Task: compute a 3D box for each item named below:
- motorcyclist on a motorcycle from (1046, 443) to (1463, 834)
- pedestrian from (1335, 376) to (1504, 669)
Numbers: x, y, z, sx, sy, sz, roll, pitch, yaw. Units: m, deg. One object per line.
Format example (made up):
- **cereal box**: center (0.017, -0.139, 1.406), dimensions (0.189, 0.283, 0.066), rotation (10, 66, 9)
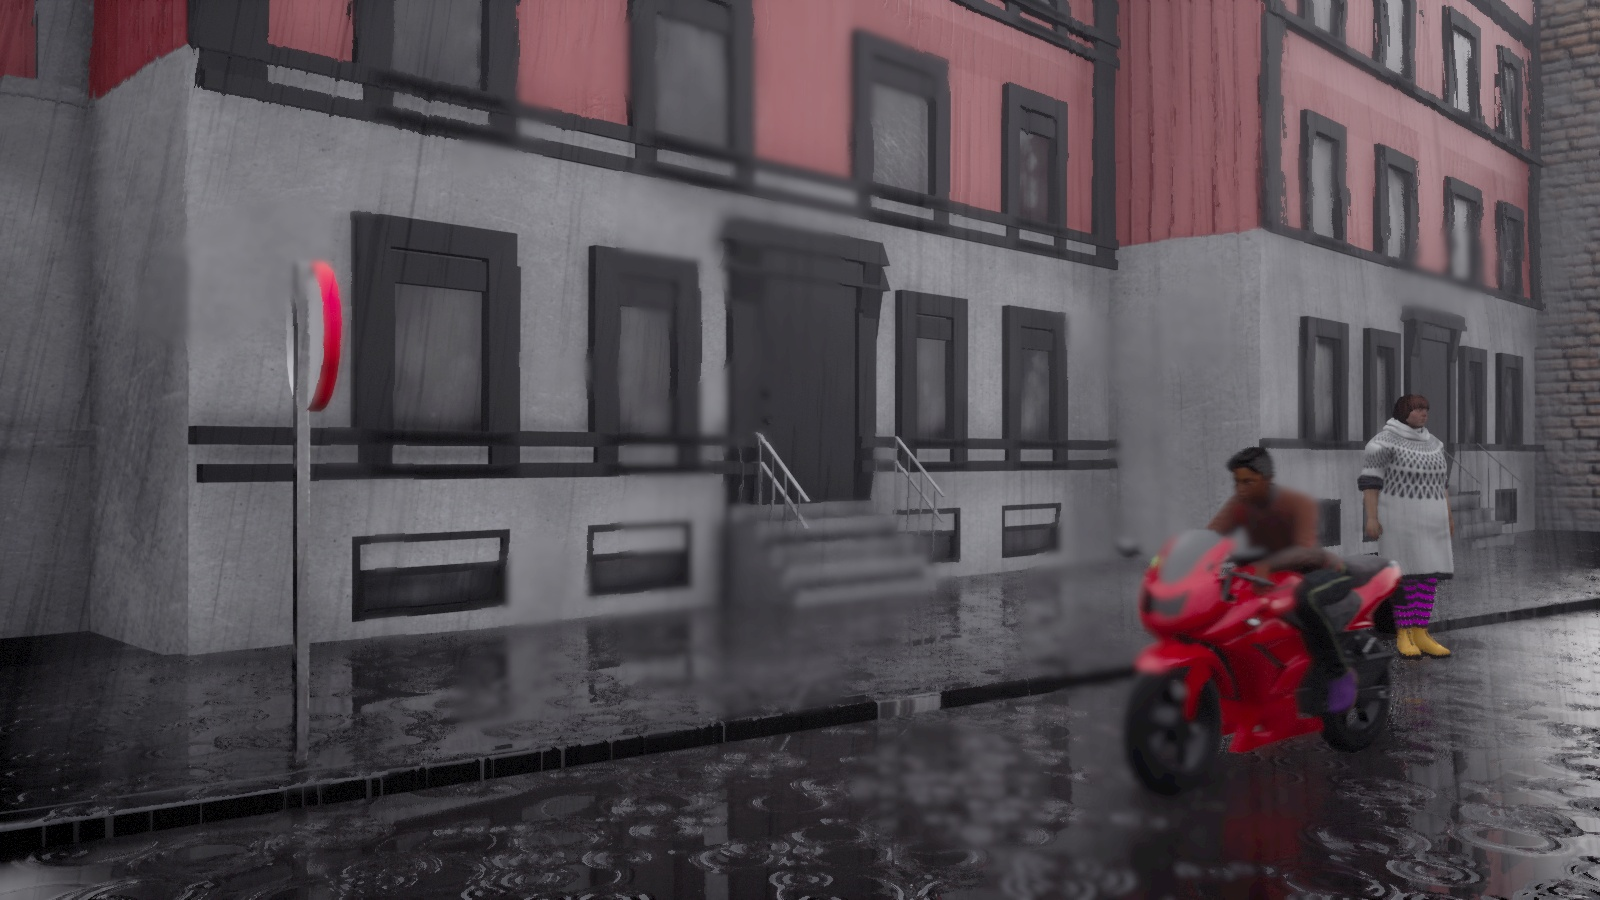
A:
- **motorcyclist on a motorcycle**: center (2.150, 0.737, 5.817), dimensions (2.044, 1.523, 0.797), rotation (0, 0, -36)
- **pedestrian**: center (4.354, 0.482, 8.872), dimensions (0.659, 1.952, 0.873), rotation (0, 0, -14)
